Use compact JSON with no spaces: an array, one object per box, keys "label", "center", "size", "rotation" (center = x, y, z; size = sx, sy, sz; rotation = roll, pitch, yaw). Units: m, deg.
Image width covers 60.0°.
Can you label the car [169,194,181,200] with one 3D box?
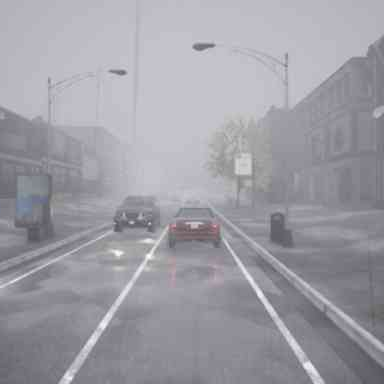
[{"label":"car","center":[-3.048,1.149,60.316],"size":[1.837,1.490,4.892],"rotation":[0,1,1]}]

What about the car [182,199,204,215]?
[{"label":"car","center":[0.094,1.459,33.760],"size":[2.033,1.411,5.357],"rotation":[0,0,0]}]

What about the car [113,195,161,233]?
[{"label":"car","center":[-3.103,1.206,19.889],"size":[2.150,2.045,5.566],"rotation":[0,0,0]}]

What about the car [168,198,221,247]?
[{"label":"car","center":[0.098,1.345,15.030],"size":[2.097,1.767,4.553],"rotation":[0,0,0]}]
